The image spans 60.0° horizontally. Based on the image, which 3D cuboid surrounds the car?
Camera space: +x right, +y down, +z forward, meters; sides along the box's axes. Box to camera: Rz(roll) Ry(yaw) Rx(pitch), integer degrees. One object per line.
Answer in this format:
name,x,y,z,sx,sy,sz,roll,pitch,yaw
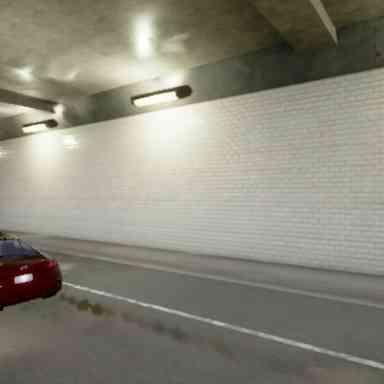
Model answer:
car,-4.796,1.610,7.425,4.181,1.385,1.994,0,0,36
